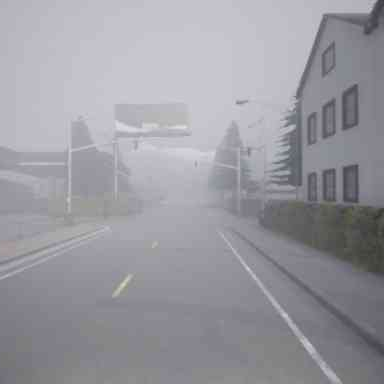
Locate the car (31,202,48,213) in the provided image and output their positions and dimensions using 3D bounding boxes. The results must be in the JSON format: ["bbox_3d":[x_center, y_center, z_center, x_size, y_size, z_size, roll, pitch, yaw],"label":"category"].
[{"bbox_3d":[-22.177,2.380,51.129,4.611,1.667,2.242,0,-1,0],"label":"car"}]
